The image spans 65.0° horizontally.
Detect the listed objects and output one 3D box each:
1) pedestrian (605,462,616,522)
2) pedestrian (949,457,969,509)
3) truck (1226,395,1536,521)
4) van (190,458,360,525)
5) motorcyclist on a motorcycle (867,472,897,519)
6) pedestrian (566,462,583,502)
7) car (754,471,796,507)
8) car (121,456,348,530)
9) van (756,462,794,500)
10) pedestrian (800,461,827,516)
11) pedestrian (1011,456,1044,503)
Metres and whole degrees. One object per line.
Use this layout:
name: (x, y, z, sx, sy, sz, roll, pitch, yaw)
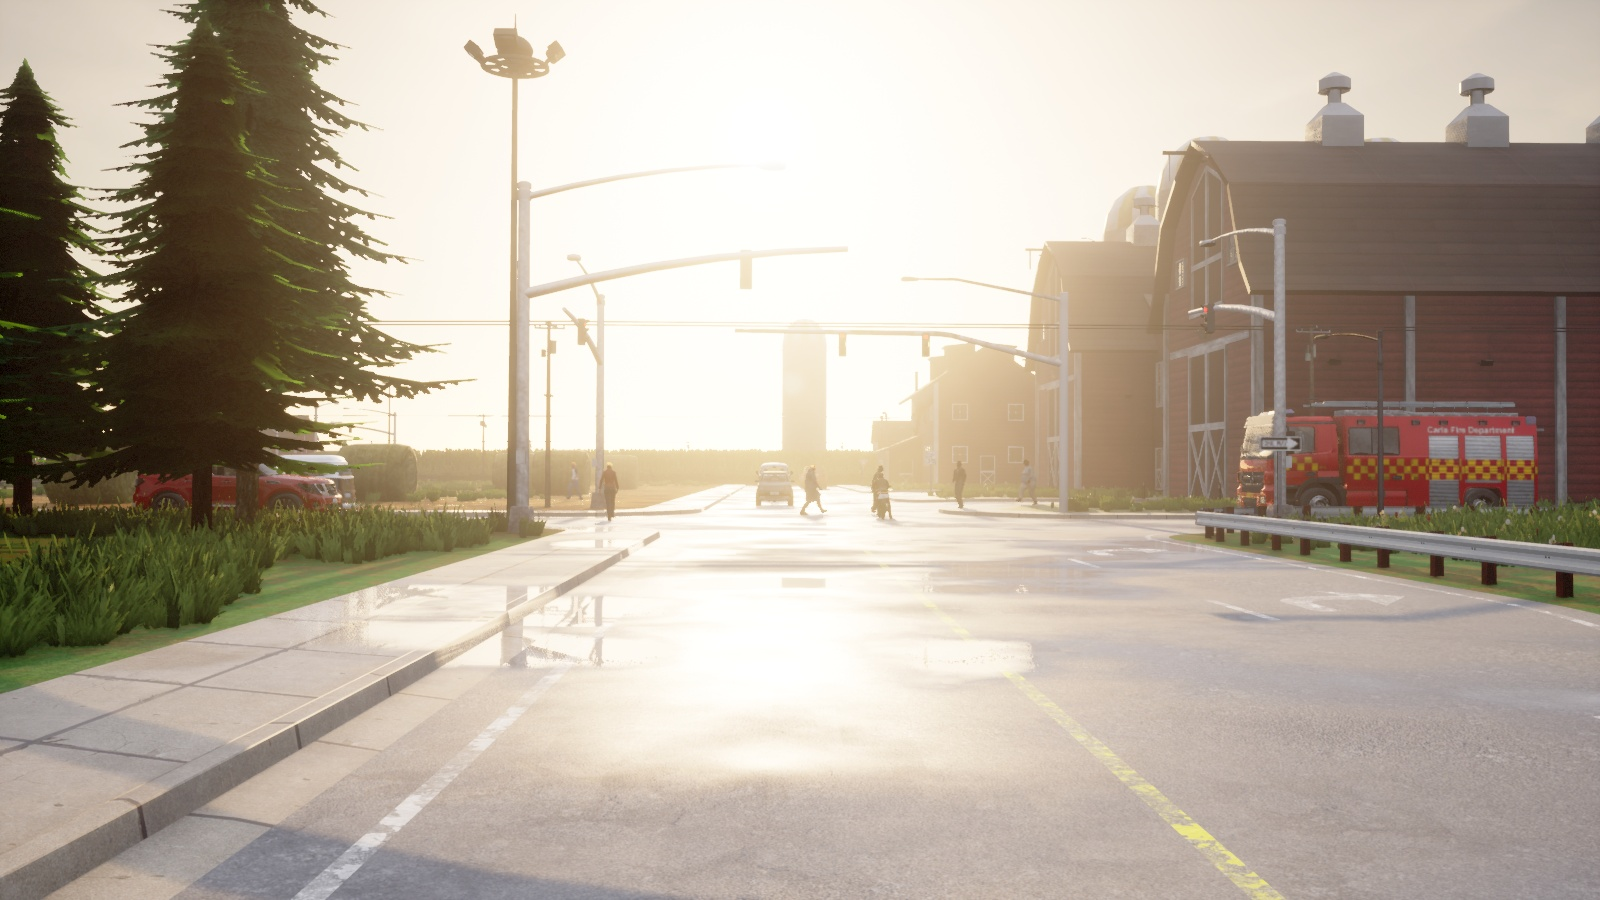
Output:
pedestrian: (-5.883, 1.307, 38.946, 0.331, 1.846, 0.636, 0, -1, -7)
pedestrian: (6.018, 1.245, 47.478, 0.666, 1.930, 0.402, 1, -1, -44)
truck: (18.224, 0.270, 39.785, 8.468, 3.827, 2.891, 0, -1, 0)
van: (-16.510, 1.295, 39.647, 4.480, 2.038, 2.069, 0, -1, 0)
motorcyclist on a motorcycle: (2.702, 1.488, 41.539, 0.797, 1.523, 2.044, 0, -1, -1)
pedestrian: (-10.435, 1.472, 58.115, 0.706, 1.836, 0.354, 0, -1, -37)
car: (-1.126, 1.743, 56.643, 1.789, 1.549, 3.705, 0, -1, -1)
car: (-16.168, 1.231, 36.146, 5.566, 2.045, 2.150, 0, -1, 0)
van: (-1.439, 1.734, 71.052, 2.069, 2.038, 4.480, 0, -1, -1)
pedestrian: (0.480, 1.360, 44.503, 0.873, 1.952, 0.659, 0, -1, -9)
pedestrian: (8.970, 1.163, 49.532, 0.900, 1.855, 0.874, 0, -1, -25)
